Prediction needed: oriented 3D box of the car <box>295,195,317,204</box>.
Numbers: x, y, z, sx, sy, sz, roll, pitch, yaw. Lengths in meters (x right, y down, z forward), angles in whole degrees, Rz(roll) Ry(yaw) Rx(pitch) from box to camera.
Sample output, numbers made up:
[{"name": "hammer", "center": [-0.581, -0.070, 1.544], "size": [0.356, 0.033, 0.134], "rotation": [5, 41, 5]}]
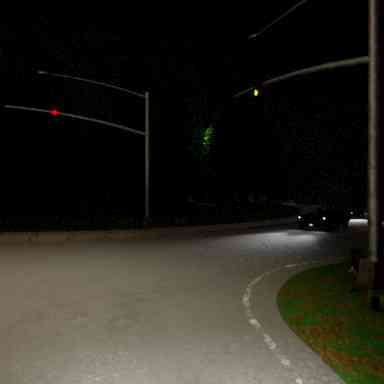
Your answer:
[{"name": "car", "center": [19.488, 1.325, 56.404], "size": [2.097, 1.767, 4.553], "rotation": [0, 0, -16]}]

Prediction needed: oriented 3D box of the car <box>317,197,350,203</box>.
[{"name": "car", "center": [16.522, 1.478, 39.048], "size": [1.837, 1.490, 4.892], "rotation": [0, 0, 8]}]

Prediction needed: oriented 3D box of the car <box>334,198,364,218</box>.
[{"name": "car", "center": [13.811, 1.537, 29.127], "size": [1.994, 1.385, 4.181], "rotation": [0, 0, 22]}]

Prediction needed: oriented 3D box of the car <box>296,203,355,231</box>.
[{"name": "car", "center": [8.311, 1.574, 20.792], "size": [1.895, 1.301, 4.718], "rotation": [0, 0, 42]}]
